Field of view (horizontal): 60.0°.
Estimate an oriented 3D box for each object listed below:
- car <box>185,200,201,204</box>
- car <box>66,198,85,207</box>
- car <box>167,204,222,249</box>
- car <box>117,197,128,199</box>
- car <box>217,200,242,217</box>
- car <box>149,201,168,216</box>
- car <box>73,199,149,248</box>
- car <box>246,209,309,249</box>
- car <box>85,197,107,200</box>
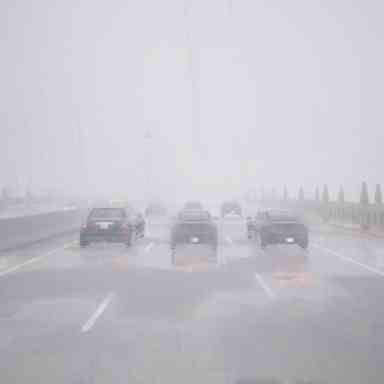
[{"bbox_3d":[0.094,1.524,31.853,1.837,1.490,4.892,0,0,0],"label":"car"},{"bbox_3d":[-17.573,1.579,51.258,2.033,1.411,5.357,0,0,1],"label":"car"},{"bbox_3d":[0.097,1.514,14.642,1.837,1.490,4.892,0,0,0],"label":"car"},{"bbox_3d":[-10.584,1.508,50.430,1.882,1.535,5.008,0,0,0],"label":"car"},{"bbox_3d":[3.593,1.524,31.851,1.837,1.490,4.892,0,0,0],"label":"car"},{"bbox_3d":[-3.406,1.584,32.549,1.994,1.385,4.181,0,0,0],"label":"car"},{"bbox_3d":[-3.403,1.361,15.031,2.097,1.767,4.553,0,0,0],"label":"car"},{"bbox_3d":[3.597,1.513,14.647,1.837,1.490,4.892,0,0,0],"label":"car"},{"bbox_3d":[-14.083,1.522,50.860,2.128,1.511,4.902,0,0,0],"label":"car"}]
